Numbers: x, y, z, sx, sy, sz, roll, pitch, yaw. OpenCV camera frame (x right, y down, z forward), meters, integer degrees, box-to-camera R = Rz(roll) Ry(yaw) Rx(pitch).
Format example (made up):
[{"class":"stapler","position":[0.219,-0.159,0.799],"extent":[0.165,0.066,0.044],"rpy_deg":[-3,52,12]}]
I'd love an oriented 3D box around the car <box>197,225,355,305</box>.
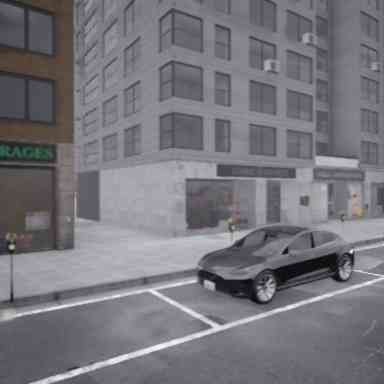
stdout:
[{"class":"car","position":[2.155,1.502,7.951],"extent":[4.313,1.339,1.947],"rpy_deg":[0,1,-34]}]
